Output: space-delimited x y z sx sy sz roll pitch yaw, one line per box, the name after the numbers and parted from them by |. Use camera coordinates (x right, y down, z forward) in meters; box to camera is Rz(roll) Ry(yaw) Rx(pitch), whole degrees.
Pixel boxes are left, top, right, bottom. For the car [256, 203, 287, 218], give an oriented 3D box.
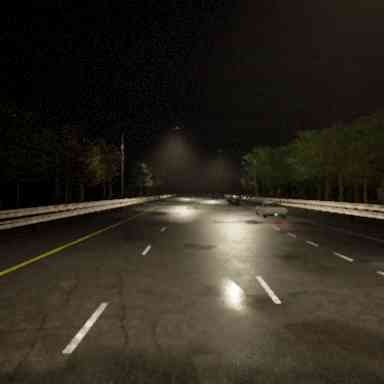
7.008 1.618 29.899 1.895 1.301 4.718 0 0 0 | car

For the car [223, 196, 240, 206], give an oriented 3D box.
7.085 1.546 57.131 2.128 1.511 4.902 0 0 0 | car
